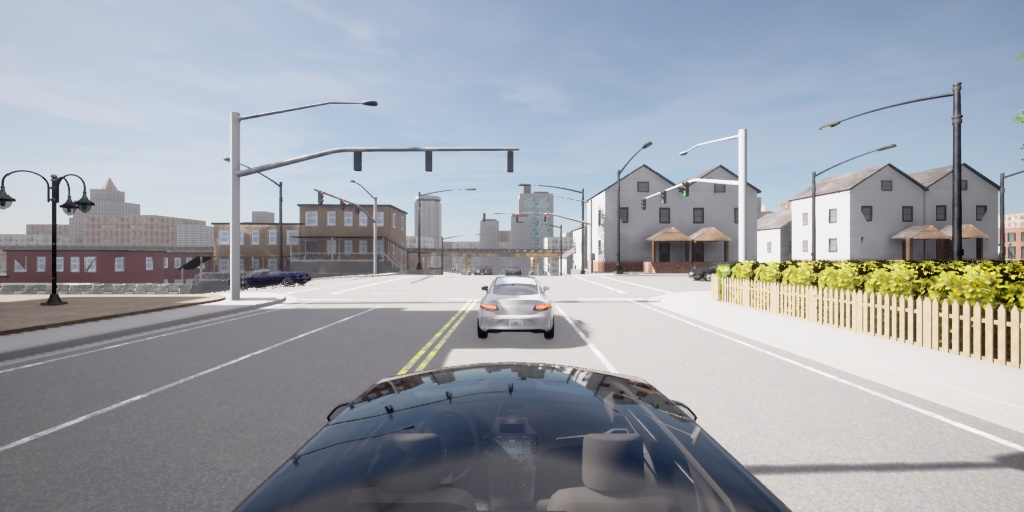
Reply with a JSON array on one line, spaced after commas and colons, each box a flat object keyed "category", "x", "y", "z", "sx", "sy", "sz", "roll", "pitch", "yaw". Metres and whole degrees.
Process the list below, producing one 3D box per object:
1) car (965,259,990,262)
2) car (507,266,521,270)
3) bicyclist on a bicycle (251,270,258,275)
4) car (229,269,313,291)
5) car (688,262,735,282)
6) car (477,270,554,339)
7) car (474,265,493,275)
[{"category": "car", "x": 36.927, "y": 1.102, "z": 29.026, "sx": 4.553, "sy": 1.767, "sz": 2.097, "roll": 0, "pitch": 0, "yaw": -1}, {"category": "car", "x": 0.191, "y": 2.046, "z": 42.713, "sx": 2.128, "sy": 1.511, "sz": 4.902, "roll": 0, "pitch": -8, "yaw": 0}, {"category": "bicyclist on a bicycle", "x": -25.569, "y": 2.214, "z": 35.577, "sx": 0.582, "sy": 1.620, "sz": 1.656, "roll": -8, "pitch": 0, "yaw": 0}, {"category": "car", "x": -16.513, "y": 1.565, "z": 24.735, "sx": 4.718, "sy": 1.301, "sz": 1.895, "roll": -5, "pitch": 0, "yaw": -1}, {"category": "car", "x": 16.794, "y": 1.255, "z": 28.810, "sx": 4.892, "sy": 1.490, "sz": 1.837, "roll": 0, "pitch": 0, "yaw": -1}, {"category": "car", "x": 0.101, "y": 1.276, "z": 10.000, "sx": 1.812, "sy": 1.442, "sz": 4.674, "roll": 0, "pitch": 0, "yaw": 0}, {"category": "car", "x": -3.521, "y": 2.162, "z": 45.241, "sx": 2.150, "sy": 2.045, "sz": 5.566, "roll": 0, "pitch": -9, "yaw": 0}]
